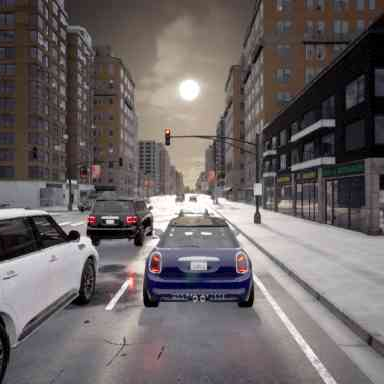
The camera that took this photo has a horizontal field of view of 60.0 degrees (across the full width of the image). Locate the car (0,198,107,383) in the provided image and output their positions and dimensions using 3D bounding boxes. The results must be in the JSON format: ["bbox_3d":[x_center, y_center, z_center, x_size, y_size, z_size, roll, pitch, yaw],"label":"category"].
[{"bbox_3d":[-3.140,1.222,4.955,2.150,2.045,5.566,0,0,1],"label":"car"}]

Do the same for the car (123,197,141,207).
[{"bbox_3d":[-9.657,1.587,53.803,1.994,1.385,4.181,0,0,0],"label":"car"}]

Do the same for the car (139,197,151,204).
[{"bbox_3d":[-9.524,1.636,67.925,1.895,1.301,4.718,0,0,0],"label":"car"}]

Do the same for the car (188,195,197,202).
[{"bbox_3d":[0.267,1.568,78.185,1.812,1.442,4.674,0,0,0],"label":"car"}]

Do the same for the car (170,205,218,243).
[{"bbox_3d":[0.113,1.494,17.182,2.128,1.511,4.902,0,0,1],"label":"car"}]

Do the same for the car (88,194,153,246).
[{"bbox_3d":[-3.100,1.224,15.308,2.150,2.045,5.566,0,0,0],"label":"car"}]

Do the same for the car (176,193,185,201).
[{"bbox_3d":[-2.950,1.168,88.235,2.150,2.045,5.566,0,0,0],"label":"car"}]

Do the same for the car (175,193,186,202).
[{"bbox_3d":[-2.985,1.583,77.783,2.033,1.411,5.357,0,0,0],"label":"car"}]

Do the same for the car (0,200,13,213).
[{"bbox_3d":[-22.028,1.596,36.027,4.313,1.339,1.947,0,0,0],"label":"car"}]

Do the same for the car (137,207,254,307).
[{"bbox_3d":[0.125,1.353,8.113,2.097,1.767,4.553,0,0,0],"label":"car"}]

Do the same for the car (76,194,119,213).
[{"bbox_3d":[-10.688,1.236,38.141,2.150,2.045,5.566,1,0,16],"label":"car"}]

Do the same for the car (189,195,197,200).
[{"bbox_3d":[0.300,1.496,88.193,1.994,1.385,4.181,0,0,0],"label":"car"}]
